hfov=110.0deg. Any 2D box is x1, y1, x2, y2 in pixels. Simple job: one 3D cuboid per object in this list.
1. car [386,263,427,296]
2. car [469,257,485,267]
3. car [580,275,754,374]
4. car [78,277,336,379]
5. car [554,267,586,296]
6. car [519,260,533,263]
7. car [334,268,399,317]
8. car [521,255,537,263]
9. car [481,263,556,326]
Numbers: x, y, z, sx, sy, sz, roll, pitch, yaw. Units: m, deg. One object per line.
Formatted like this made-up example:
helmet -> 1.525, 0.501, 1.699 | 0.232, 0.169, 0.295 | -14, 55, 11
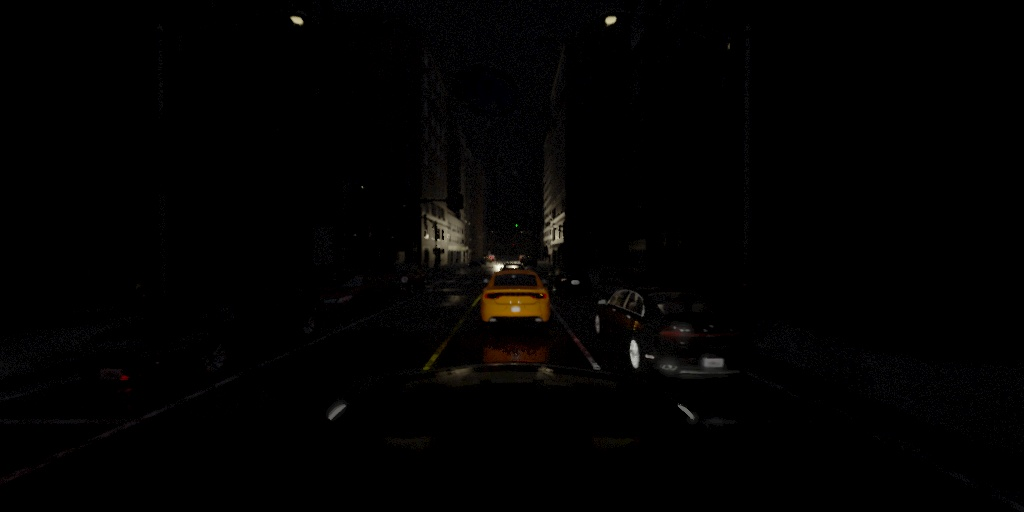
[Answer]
car -> -5.674, 1.084, 18.255 | 1.967, 1.591, 4.097 | 0, 0, 0
car -> -5.654, 1.023, 55.357 | 1.802, 1.307, 4.207 | 0, 0, 0
car -> 2.855, 1.265, 7.256 | 2.007, 1.370, 4.403 | 0, 0, 0
car -> -5.670, 1.280, 7.253 | 1.948, 1.339, 4.313 | 0, 0, 0
car -> 2.851, 1.210, 18.258 | 1.948, 1.339, 4.313 | 0, 0, 0
car -> 0.090, 1.175, 23.535 | 1.994, 1.385, 4.181 | 0, 0, 0
car -> -5.672, 1.261, 12.754 | 1.802, 1.307, 4.207 | 0, 0, 0
car -> 2.872, 0.881, 55.347 | 1.967, 1.591, 4.097 | 0, 0, 0
car -> 0.095, 1.165, 11.467 | 1.882, 1.535, 5.008 | 0, 1, 0
